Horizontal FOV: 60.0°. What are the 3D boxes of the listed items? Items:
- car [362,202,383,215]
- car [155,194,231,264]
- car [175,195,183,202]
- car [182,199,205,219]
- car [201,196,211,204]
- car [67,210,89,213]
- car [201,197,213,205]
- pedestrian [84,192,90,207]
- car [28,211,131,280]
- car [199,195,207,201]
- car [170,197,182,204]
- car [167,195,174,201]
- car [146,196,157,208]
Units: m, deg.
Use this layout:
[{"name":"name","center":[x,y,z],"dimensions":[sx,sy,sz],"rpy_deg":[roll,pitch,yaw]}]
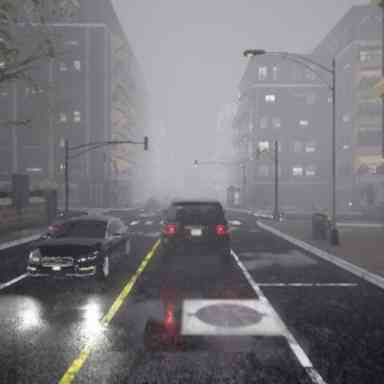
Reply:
[{"name":"car","center":[21.405,1.833,37.496],"dimensions":[4.097,1.590,1.967],"rpy_deg":[1,-1,-1]},{"name":"car","center":[0.102,1.225,12.001],"dimensions":[2.150,2.045,5.566],"rpy_deg":[0,0,0]},{"name":"car","center":[-2.974,1.549,78.305],"dimensions":[1.812,1.442,4.674],"rpy_deg":[0,0,0]},{"name":"car","center":[0.110,1.486,30.266],"dimensions":[1.882,1.535,5.008],"rpy_deg":[0,0,0]},{"name":"car","center":[2.708,1.566,65.966],"dimensions":[1.887,1.381,4.507],"rpy_deg":[0,0,0]},{"name":"car","center":[-5.688,1.586,16.648],"dimensions":[1.802,1.307,4.206],"rpy_deg":[0,0,0]},{"name":"car","center":[2.706,1.570,60.328],"dimensions":[2.008,1.369,4.403],"rpy_deg":[0,0,0]},{"name":"pedestrian","center":[-12.701,0.916,40.054],"dimensions":[0.375,1.860,0.375],"rpy_deg":[0,-1,-1]},{"name":"car","center":[-3.084,1.509,10.024],"dimensions":[1.837,1.490,4.892],"rpy_deg":[0,-1,0]},{"name":"car","center":[2.712,1.468,82.883],"dimensions":[1.967,1.590,4.097],"rpy_deg":[0,0,0]},{"name":"car","center":[-3.011,1.584,62.775],"dimensions":[1.994,1.385,4.181],"rpy_deg":[0,0,1]},{"name":"car","center":[-5.666,1.556,88.360],"dimensions":[1.752,1.417,4.829],"rpy_deg":[0,0,0]},{"name":"car","center":[-5.679,1.455,49.059],"dimensions":[1.967,1.590,4.097],"rpy_deg":[0,0,0]}]
